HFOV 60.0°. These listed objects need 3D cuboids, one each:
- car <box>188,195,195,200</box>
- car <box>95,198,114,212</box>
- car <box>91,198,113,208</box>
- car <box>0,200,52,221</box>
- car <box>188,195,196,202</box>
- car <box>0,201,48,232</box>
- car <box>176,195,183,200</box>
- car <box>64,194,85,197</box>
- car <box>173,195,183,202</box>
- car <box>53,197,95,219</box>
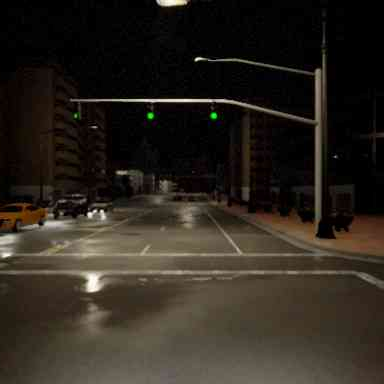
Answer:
[{"bbox_3d":[-0.058,1.524,94.255,1.994,1.385,4.181,0,2,0],"label":"car"},{"bbox_3d":[-10.602,1.615,39.471,1.812,1.442,4.674,0,0,0],"label":"car"},{"bbox_3d":[-14.054,1.680,52.092,2.128,1.511,4.902,0,-1,0],"label":"car"},{"bbox_3d":[-14.113,1.503,28.534,2.128,1.511,4.902,0,0,0],"label":"car"},{"bbox_3d":[-0.052,1.767,84.228,2.128,1.511,4.902,0,1,0],"label":"car"},{"bbox_3d":[-10.609,1.450,20.232,1.882,1.535,5.008,0,0,0],"label":"car"},{"bbox_3d":[-3.558,1.568,94.284,1.895,1.301,4.718,0,2,0],"label":"car"},{"bbox_3d":[-14.097,1.311,39.196,2.150,2.045,5.566,0,0,0],"label":"car"},{"bbox_3d":[-3.552,1.600,84.192,2.097,1.767,4.553,0,1,0],"label":"car"},{"bbox_3d":[-10.613,1.507,29.498,2.128,1.511,4.902,0,0,0],"label":"car"}]
